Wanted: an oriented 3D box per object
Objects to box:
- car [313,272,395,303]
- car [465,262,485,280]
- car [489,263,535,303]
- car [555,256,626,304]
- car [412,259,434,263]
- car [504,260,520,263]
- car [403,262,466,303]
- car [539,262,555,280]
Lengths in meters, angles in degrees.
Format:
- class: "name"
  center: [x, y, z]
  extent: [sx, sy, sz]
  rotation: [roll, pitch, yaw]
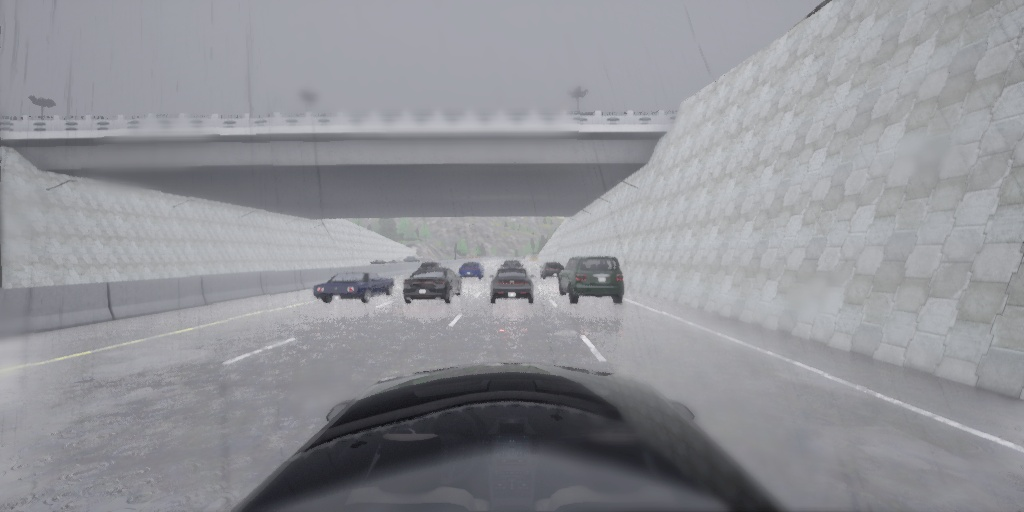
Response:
- class: "car"
  center: [-7.000, 1.363, 16.530]
  extent: [1.895, 1.301, 4.718]
  rotation: [0, 0, 0]
- class: "car"
  center: [-3.500, 1.232, 31.500]
  extent: [1.882, 1.535, 5.008]
  rotation: [0, 0, 0]
- class: "car"
  center: [0.000, 1.264, 16.500]
  extent: [1.837, 1.490, 4.892]
  rotation: [0, 0, 0]
- class: "car"
  center: [3.500, 1.005, 16.530]
  extent: [2.150, 2.045, 5.566]
  rotation: [0, 0, 0]
- class: "car"
  center: [-7.000, 1.264, 31.500]
  extent: [1.837, 1.490, 4.892]
  rotation: [0, 0, 0]
- class: "car"
  center: [0.000, 1.114, 31.470]
  extent: [2.097, 1.767, 4.553]
  rotation: [0, 0, 0]
- class: "car"
  center: [-3.500, 1.232, 16.500]
  extent: [1.882, 1.535, 5.008]
  rotation: [0, 0, 0]
- class: "car"
  center: [3.500, 1.264, 31.500]
  extent: [1.837, 1.490, 4.892]
  rotation: [0, 0, 0]
